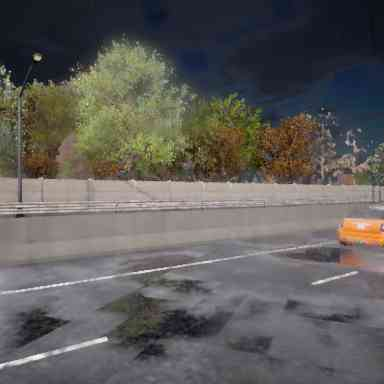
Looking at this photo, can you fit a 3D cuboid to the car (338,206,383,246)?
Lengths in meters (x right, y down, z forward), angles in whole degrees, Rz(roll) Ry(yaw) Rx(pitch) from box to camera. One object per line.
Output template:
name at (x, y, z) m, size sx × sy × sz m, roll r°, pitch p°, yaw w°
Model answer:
car at (8.245, 1.369, 14.049) m, size 4.553 × 1.767 × 2.097 m, roll 0°, pitch 0°, yaw -35°
